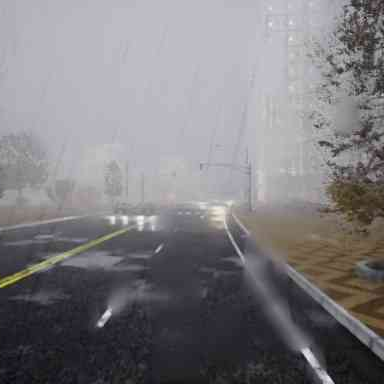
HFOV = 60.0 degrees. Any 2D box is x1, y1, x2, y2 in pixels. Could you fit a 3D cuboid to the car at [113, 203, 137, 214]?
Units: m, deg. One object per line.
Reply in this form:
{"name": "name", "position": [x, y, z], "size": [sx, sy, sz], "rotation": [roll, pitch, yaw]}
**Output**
{"name": "car", "position": [-7.691, 1.908, 39.086], "size": [1.895, 1.301, 4.718], "rotation": [0, 0, 6]}

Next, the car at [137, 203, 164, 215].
{"name": "car", "position": [-4.520, 1.891, 38.187], "size": [1.895, 1.301, 4.718], "rotation": [0, 0, 6]}

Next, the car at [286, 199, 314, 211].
{"name": "car", "position": [15.440, 1.768, 45.591], "size": [4.902, 1.511, 2.128], "rotation": [0, 0, 9]}
